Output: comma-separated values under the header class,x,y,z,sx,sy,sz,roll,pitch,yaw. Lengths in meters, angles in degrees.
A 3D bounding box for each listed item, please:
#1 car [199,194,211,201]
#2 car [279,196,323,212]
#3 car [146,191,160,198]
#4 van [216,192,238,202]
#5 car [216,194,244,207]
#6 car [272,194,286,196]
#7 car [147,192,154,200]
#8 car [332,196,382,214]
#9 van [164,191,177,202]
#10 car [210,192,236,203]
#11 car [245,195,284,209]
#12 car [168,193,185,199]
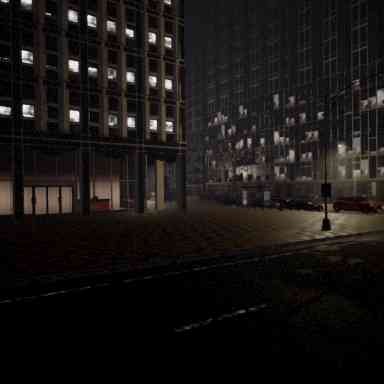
class,x,y,z,sx,sy,sz,roll,pitch,yaw
car,3.058,1.041,64.471,1.802,1.307,4.206,-1,1,-34
car,12.131,1.422,36.230,1.947,1.339,4.313,-1,1,-34
car,-9.814,0.684,83.209,1.967,1.590,4.097,0,1,-34
van,6.275,0.853,59.783,1.690,1.788,3.998,-1,1,-34
car,5.758,1.318,45.644,1.947,1.339,4.313,-1,1,-34
car,11.295,1.115,42.234,2.097,1.767,4.553,-1,1,-34
car,-10.286,1.038,69.098,2.008,1.369,4.403,0,1,-34
car,16.891,1.205,34.084,2.097,1.767,4.553,-1,1,-35
van,-3.850,0.936,59.725,1.690,1.788,3.998,0,1,-34
car,5.438,1.173,50.782,1.837,1.490,4.892,-1,1,-34
car,8.927,1.386,40.927,1.802,1.307,4.206,-1,1,-34
car,-3.378,0.934,73.841,1.802,1.307,4.206,0,1,-34
